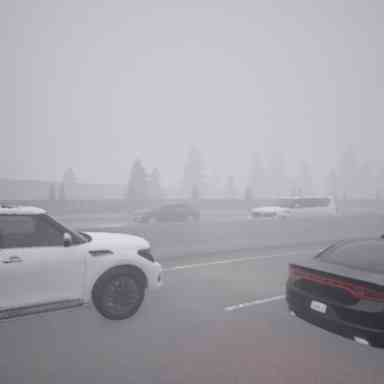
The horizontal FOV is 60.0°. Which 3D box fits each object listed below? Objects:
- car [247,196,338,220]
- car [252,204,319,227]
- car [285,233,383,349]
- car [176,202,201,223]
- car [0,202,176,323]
[{"bbox_3d":[5.897,1.230,19.175,5.566,2.045,2.150,0,0,-26],"label":"car"},{"bbox_3d":[6.544,1.577,23.281,4.181,1.385,1.994,0,0,-24],"label":"car"},{"bbox_3d":[3.919,1.481,6.002,5.008,1.535,1.882,0,0,-31],"label":"car"},{"bbox_3d":[-1.744,1.480,23.060,4.892,1.490,1.837,0,0,-28],"label":"car"},{"bbox_3d":[-3.251,1.197,5.615,5.566,2.045,2.150,0,0,-35],"label":"car"}]
